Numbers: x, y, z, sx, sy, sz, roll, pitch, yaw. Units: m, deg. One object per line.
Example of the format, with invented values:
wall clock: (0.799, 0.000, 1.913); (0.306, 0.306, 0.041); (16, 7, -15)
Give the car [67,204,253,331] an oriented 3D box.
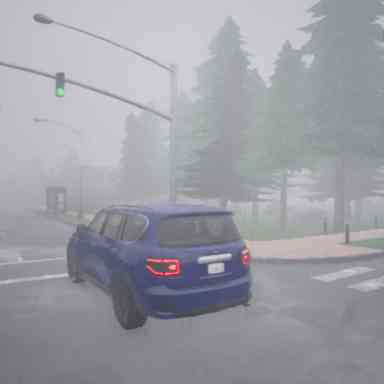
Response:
car: (-1.100, 1.278, 7.337); (2.150, 2.045, 5.566); (1, -1, -33)
